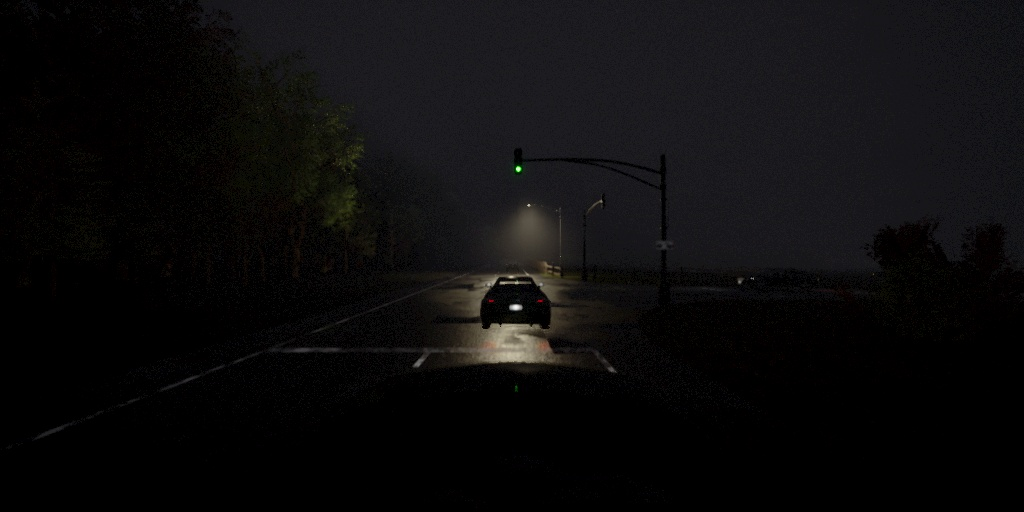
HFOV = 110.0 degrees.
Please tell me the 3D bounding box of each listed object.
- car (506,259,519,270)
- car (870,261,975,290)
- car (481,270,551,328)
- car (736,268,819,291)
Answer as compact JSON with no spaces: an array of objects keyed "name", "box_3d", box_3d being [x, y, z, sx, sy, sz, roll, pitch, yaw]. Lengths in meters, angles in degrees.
[{"name":"car","box_3d":[0.103,1.400,51.543,2.033,1.411,5.357,0,0,0]},{"name":"car","box_3d":[27.862,1.374,24.396,5.566,2.045,2.150,0,-1,0]},{"name":"car","box_3d":[0.102,1.337,11.531,1.994,1.385,4.181,0,0,0]},{"name":"car","box_3d":[18.003,1.539,24.456,4.902,1.511,2.128,1,-1,1]}]
